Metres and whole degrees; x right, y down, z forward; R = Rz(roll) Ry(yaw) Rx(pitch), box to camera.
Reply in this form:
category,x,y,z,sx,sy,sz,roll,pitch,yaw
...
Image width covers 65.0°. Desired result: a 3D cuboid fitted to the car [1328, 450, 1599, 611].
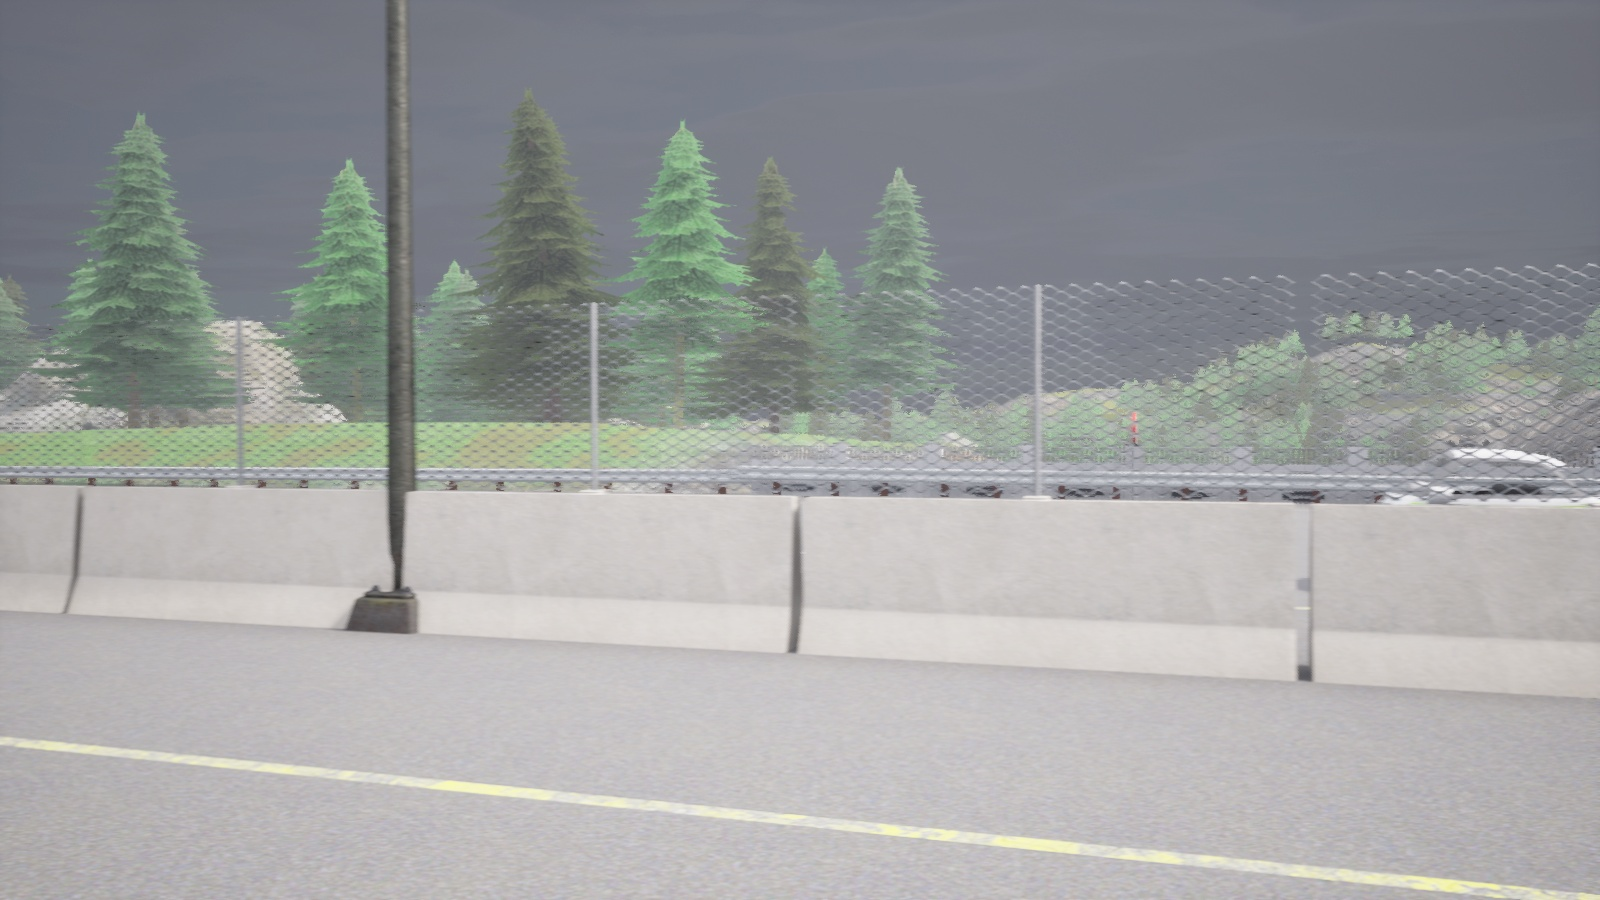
category,x,y,z,sx,sy,sz,roll,pitch,yaw
car,6.363,0.712,12.131,2.207,1.376,1.481,1,1,19
